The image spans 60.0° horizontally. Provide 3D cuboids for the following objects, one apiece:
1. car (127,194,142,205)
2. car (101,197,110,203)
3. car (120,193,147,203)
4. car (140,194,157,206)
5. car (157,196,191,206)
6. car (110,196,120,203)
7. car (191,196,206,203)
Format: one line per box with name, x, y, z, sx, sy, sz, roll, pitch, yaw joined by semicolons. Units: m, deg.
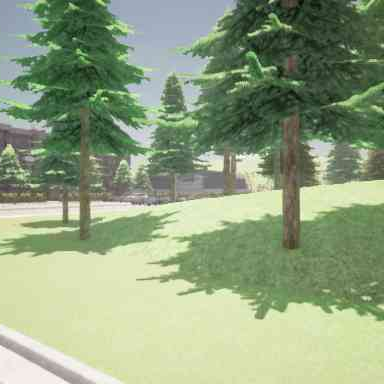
car;-8.585;1.571;57.644;1.994;1.385;4.181;0;0;35
car;-17.169;1.587;71.531;1.895;1.301;4.718;0;0;35
car;-11.331;1.215;67.670;2.150;2.045;5.566;0;0;35
car;-5.719;1.561;55.635;2.033;1.411;5.357;0;0;35
car;-2.853;1.493;53.626;2.128;1.511;4.902;0;0;35
car;-14.286;1.516;69.547;1.812;1.442;4.674;0;0;35
car;0.389;1.486;70.447;1.812;1.442;4.674;0;0;35
